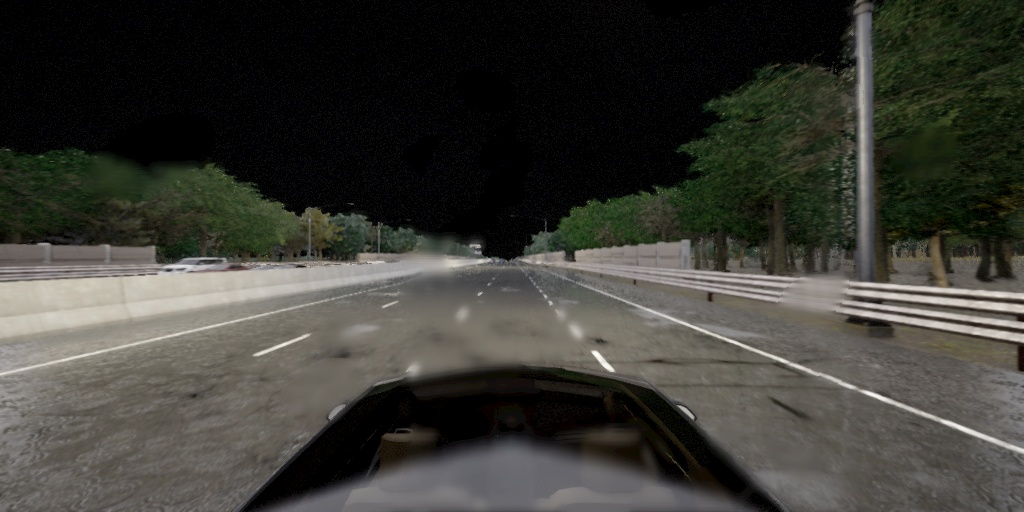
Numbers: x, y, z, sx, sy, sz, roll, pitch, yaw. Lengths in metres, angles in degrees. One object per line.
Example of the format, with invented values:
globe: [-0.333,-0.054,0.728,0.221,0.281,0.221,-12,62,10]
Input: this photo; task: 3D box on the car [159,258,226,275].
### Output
car: [-28.084,1.154,32.023,2.150,2.045,5.566,0,-1,0]

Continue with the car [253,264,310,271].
car: [-17.598,1.416,28.323,1.837,1.490,4.892,0,0,0]

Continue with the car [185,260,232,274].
car: [-24.594,1.401,30.764,1.882,1.535,5.008,0,0,0]

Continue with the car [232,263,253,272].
car: [-21.098,1.473,31.239,2.033,1.411,5.357,0,0,0]
